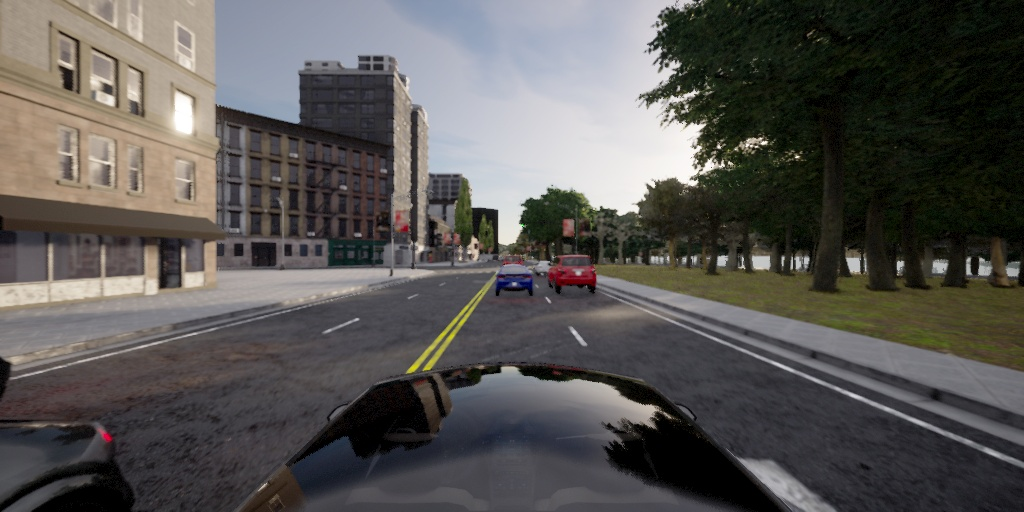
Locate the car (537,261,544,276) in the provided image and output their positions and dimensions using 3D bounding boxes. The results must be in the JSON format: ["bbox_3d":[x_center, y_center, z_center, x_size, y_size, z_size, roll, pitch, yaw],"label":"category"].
[{"bbox_3d":[3.359,1.243,37.330,1.812,1.442,4.674,0,0,0],"label":"car"}]

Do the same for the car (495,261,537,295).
[{"bbox_3d":[0.106,1.214,19.532,1.882,1.535,5.008,0,-1,0],"label":"car"}]

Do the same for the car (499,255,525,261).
[{"bbox_3d":[0.109,0.939,36.629,2.150,2.045,5.566,0,0,0],"label":"car"}]

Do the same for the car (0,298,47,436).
[{"bbox_3d":[-6.600,1.255,1.933,1.837,1.490,4.892,0,0,0],"label":"car"}]

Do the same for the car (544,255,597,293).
[{"bbox_3d":[3.357,0.957,20.827,2.150,2.045,5.566,0,0,0],"label":"car"}]

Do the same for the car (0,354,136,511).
[{"bbox_3d":[-3.351,1.315,0.452,1.994,1.385,4.181,0,0,0],"label":"car"}]
